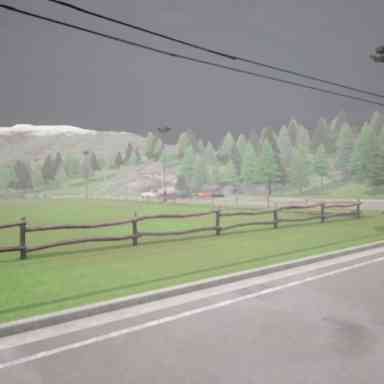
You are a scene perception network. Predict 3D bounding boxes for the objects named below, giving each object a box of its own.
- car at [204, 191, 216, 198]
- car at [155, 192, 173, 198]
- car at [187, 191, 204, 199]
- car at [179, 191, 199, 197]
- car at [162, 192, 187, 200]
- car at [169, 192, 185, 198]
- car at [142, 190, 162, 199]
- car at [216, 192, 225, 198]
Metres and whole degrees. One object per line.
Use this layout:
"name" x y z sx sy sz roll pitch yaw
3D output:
"car" 2.290 0.516 70.938 2.097 1.767 4.553 -1 1 -35
"car" -6.516 0.768 77.362 1.895 1.301 4.718 -1 1 -35
"car" -0.469 0.776 68.785 2.033 1.411 5.357 -1 1 -35
"car" -0.780 0.574 81.369 2.033 1.411 5.357 -1 1 -35
"car" -3.563 0.861 67.102 1.994 1.385 4.181 -1 1 -35
"car" -3.639 0.654 79.353 1.994 1.385 4.181 -1 1 -35
"car" -9.382 0.469 75.342 2.150 2.045 5.566 -1 1 -35
"car" 5.074 0.688 73.070 1.895 1.301 4.718 -1 1 -35
